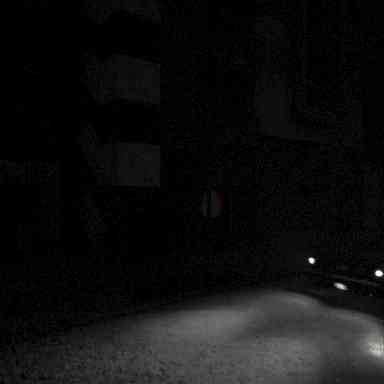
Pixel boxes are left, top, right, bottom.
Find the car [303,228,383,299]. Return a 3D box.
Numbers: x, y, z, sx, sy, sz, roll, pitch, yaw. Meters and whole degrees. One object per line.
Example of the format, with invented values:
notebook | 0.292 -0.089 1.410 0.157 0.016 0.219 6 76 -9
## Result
car | 4.815 1.601 8.026 4.718 1.301 1.895 0 0 -35
